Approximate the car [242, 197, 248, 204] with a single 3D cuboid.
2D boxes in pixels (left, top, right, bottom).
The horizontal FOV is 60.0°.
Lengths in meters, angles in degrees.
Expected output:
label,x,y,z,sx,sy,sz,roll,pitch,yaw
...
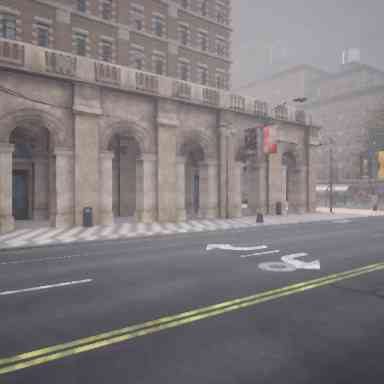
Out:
label,x,y,z,sx,sy,sz,roll,pitch,yaw
car,9.847,1.592,56.587,1.895,1.301,4.718,0,0,-36
